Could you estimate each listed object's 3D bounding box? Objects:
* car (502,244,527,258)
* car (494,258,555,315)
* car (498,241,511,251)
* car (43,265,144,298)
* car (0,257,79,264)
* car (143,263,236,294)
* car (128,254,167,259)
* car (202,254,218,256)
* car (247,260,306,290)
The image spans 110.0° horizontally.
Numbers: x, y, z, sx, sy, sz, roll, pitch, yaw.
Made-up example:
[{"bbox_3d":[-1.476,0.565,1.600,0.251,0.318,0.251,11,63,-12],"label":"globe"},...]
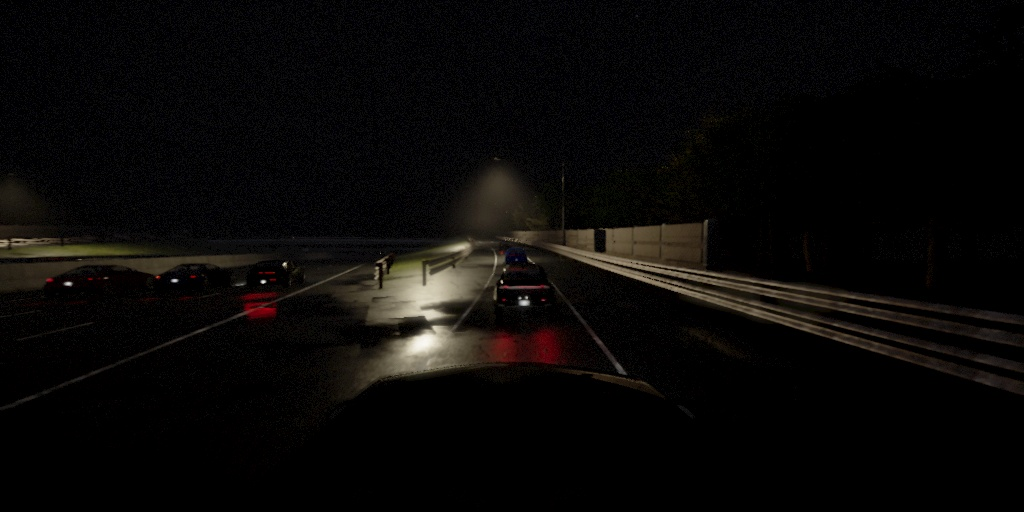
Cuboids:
[{"bbox_3d":[0.316,-0.006,32.314,1.882,1.535,5.008,-1,4,-1],"label":"car"},{"bbox_3d":[0.390,1.020,12.500,2.128,1.511,4.902,-1,2,1],"label":"car"},{"bbox_3d":[-1.176,-1.655,57.102,1.812,1.442,4.674,-1,4,-5],"label":"car"},{"bbox_3d":[-19.263,1.105,17.020,1.994,1.385,4.181,-1,1,-17],"label":"car"},{"bbox_3d":[-33.104,0.881,25.688,1.882,1.535,5.008,-1,1,-17],"label":"car"},{"bbox_3d":[-15.997,1.063,18.311,1.994,1.385,4.181,-1,1,-17],"label":"car"},{"bbox_3d":[-40.891,0.675,39.120,2.033,1.411,5.357,-1,1,-17],"label":"car"},{"bbox_3d":[-39.586,0.490,46.821,1.812,1.442,4.674,-1,1,-17],"label":"car"},{"bbox_3d":[-12.936,0.958,19.932,1.837,1.490,4.892,-1,1,-17],"label":"car"}]
